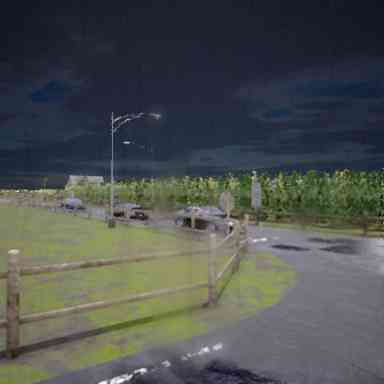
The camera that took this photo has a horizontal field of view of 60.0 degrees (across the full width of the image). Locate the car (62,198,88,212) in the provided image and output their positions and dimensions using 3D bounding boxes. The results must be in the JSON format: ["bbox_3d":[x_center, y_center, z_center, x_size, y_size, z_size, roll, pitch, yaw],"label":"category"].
[{"bbox_3d":[-14.042,1.488,39.703,1.882,1.535,5.008,0,1,-36],"label":"car"}]

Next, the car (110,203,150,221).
[{"bbox_3d":[-5.224,1.631,27.738,1.994,1.385,4.181,0,0,-37],"label":"car"}]

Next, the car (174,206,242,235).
[{"bbox_3d":[0.831,1.595,19.607,2.128,1.511,4.902,0,0,-38],"label":"car"}]
